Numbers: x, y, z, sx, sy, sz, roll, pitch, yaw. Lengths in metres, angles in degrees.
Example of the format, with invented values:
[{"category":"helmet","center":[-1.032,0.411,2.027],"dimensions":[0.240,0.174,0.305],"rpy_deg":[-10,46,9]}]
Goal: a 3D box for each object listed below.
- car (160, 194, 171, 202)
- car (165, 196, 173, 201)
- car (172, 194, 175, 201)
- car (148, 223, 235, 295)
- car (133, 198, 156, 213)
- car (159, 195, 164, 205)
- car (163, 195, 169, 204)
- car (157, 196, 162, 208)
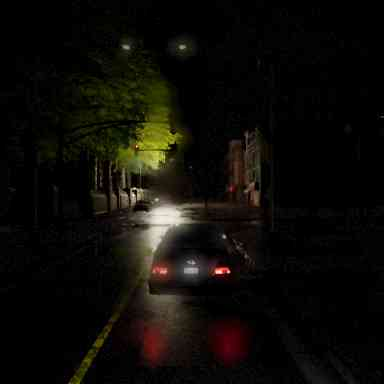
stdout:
[{"category":"car","center":[-5.899,1.419,66.932],"dimensions":[2.192,1.841,5.009],"rpy_deg":[1,0,-1]},{"category":"car","center":[-6.139,1.728,88.562],"dimensions":[1.752,1.417,4.829],"rpy_deg":[1,0,-1]},{"category":"car","center":[-6.079,1.615,83.281],"dimensions":[1.967,1.590,4.097],"rpy_deg":[1,0,-1]},{"category":"car","center":[-0.004,1.551,8.852],"dimensions":[2.033,1.411,5.357],"rpy_deg":[0,0,0]},{"category":"car","center":[-5.617,1.583,37.997],"dimensions":[2.008,1.369,4.403],"rpy_deg":[1,0,-1]},{"category":"car","center":[-5.726,1.621,50.582],"dimensions":[1.947,1.339,4.313],"rpy_deg":[1,0,-1]},{"category":"car","center":[-5.845,1.667,61.482],"dimensions":[1.802,1.307,4.206],"rpy_deg":[1,0,-1]},{"category":"car","center":[-5.667,1.595,45.132],"dimensions":[2.008,1.369,4.403],"rpy_deg":[1,0,-1]}]
